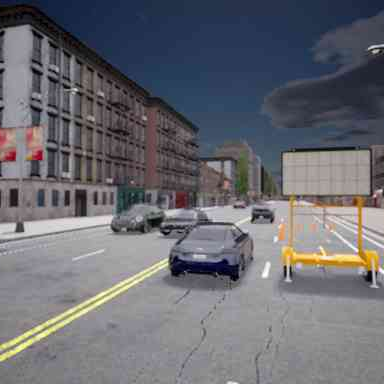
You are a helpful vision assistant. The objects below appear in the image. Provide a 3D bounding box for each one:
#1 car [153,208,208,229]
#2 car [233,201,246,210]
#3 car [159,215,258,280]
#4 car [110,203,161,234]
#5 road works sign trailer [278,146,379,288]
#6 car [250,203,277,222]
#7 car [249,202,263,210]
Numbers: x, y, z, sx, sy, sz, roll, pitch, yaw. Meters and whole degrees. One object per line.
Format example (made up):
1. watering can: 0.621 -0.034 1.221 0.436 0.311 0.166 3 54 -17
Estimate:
1. car: -0.171 1.717 19.483 2.033 1.411 5.357 0 -1 16
2. car: 8.852 2.467 61.841 1.882 1.535 5.008 0 -1 17
3. car: 0.764 1.635 10.384 1.994 1.385 4.181 0 -1 16
4. car: -3.190 1.534 20.727 2.097 1.767 4.553 0 -1 16
5. road works sign trailer: 3.827 0.528 9.627 2.380 3.560 2.880 0 -1 16
6. car: 6.419 1.836 29.749 1.837 1.490 4.892 0 -1 16
7. car: 11.475 2.544 59.277 1.895 1.301 4.718 0 -1 17
